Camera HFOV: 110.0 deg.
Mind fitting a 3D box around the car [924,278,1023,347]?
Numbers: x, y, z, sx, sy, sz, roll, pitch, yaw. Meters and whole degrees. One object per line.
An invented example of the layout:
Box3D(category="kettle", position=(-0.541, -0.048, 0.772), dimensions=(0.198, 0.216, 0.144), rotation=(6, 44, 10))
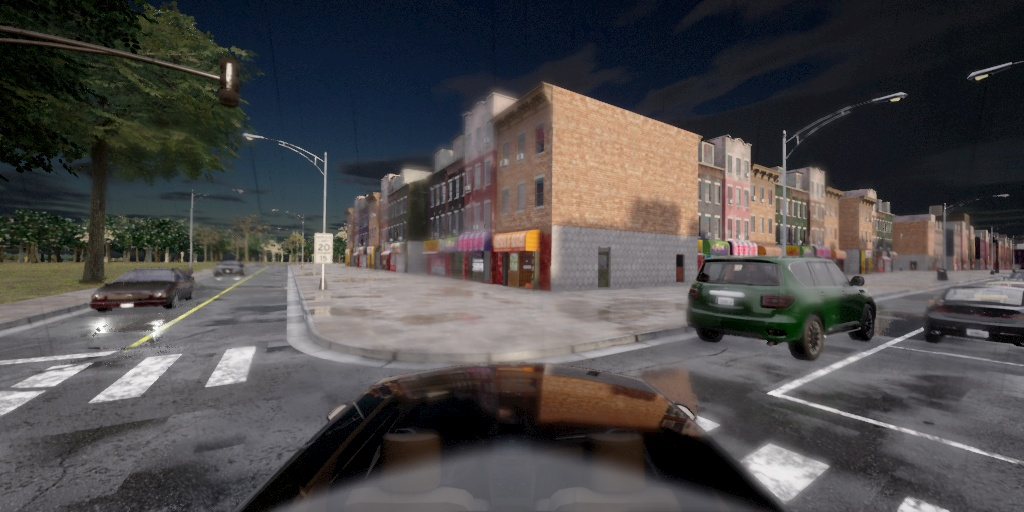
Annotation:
Box3D(category="car", position=(11.313, 1.365, 8.464), dimensions=(4.403, 1.370, 2.007), rotation=(0, 0, -32))

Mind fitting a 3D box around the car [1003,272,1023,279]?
Box3D(category="car", position=(16.249, 1.392, 11.593), dimensions=(4.829, 1.417, 1.751), rotation=(0, 0, -32))

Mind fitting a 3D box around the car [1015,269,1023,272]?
Box3D(category="car", position=(25.690, 1.417, 17.577), dimensions=(4.097, 1.591, 1.967), rotation=(0, 0, -32))

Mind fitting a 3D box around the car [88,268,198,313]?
Box3D(category="car", position=(-13.411, 1.149, 13.460), dimensions=(2.033, 1.411, 5.357), rotation=(1, 0, -32))

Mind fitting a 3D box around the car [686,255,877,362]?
Box3D(category="car", position=(6.510, 1.017, 8.551), dimensions=(5.566, 2.045, 2.150), rotation=(1, -1, -32))

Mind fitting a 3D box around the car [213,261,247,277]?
Box3D(category="car", position=(-24.682, 1.147, 31.545), dimensions=(1.994, 1.385, 4.181), rotation=(1, -1, -32))
